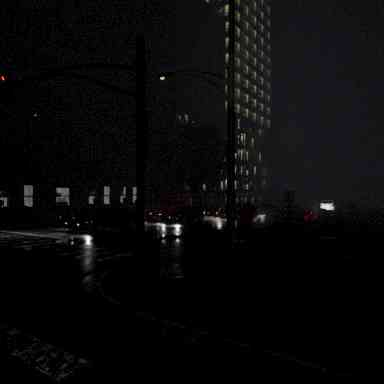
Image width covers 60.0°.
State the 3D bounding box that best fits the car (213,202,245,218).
[{"bbox_3d":[4.806,1.998,38.590,2.097,1.767,4.553,0,-1,33],"label":"car"}]

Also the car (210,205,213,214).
[{"bbox_3d":[3.151,2.278,42.016,1.895,1.301,4.718,0,-1,33],"label":"car"}]

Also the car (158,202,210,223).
[{"bbox_3d":[-0.597,1.972,30.221,1.837,1.490,4.892,0,-1,33],"label":"car"}]

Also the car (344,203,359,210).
[{"bbox_3d":[31.493,2.837,65.718,1.812,1.442,4.674,0,-1,33],"label":"car"}]

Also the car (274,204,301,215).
[{"bbox_3d":[13.650,2.395,46.053,2.033,1.411,5.357,0,-1,33],"label":"car"}]

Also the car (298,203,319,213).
[{"bbox_3d":[19.181,2.576,54.718,2.033,1.411,5.357,0,-1,33],"label":"car"}]

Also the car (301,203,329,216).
[{"bbox_3d":[16.517,2.456,44.499,1.895,1.301,4.718,0,-1,33],"label":"car"}]

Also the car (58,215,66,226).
[{"bbox_3d":[-7.669,1.921,25.250,1.895,1.301,4.718,0,-1,33],"label":"car"}]

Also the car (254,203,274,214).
[{"bbox_3d":[10.331,2.318,47.098,2.128,1.511,4.902,0,-1,33],"label":"car"}]

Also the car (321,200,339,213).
[{"bbox_3d":[21.931,2.254,52.985,2.150,2.045,5.566,0,-1,33],"label":"car"}]

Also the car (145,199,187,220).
[{"bbox_3d":[-2.375,1.717,33.462,2.150,2.045,5.566,0,-1,33],"label":"car"}]

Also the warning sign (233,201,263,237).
[{"bbox_3d":[3.139,1.454,18.545,1.300,1.860,1.060,1,1,33],"label":"warning sign"}]

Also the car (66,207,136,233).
[{"bbox_3d":[-5.652,1.805,22.384,1.837,1.490,4.892,0,-1,33],"label":"car"}]
